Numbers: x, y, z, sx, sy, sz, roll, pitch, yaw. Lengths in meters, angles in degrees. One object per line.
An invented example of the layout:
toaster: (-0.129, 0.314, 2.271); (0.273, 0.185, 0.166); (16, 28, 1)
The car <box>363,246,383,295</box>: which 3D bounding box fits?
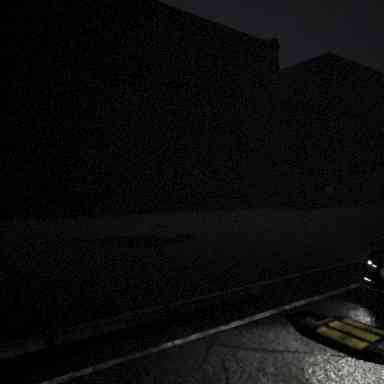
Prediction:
car: (5.758, 1.443, 7.483); (4.902, 1.511, 2.128); (0, 0, -35)
